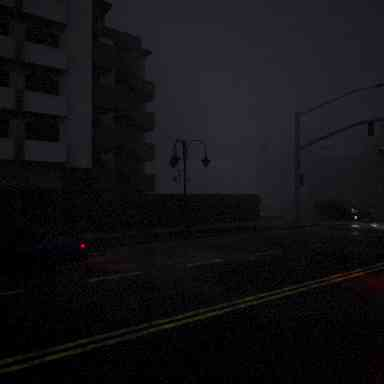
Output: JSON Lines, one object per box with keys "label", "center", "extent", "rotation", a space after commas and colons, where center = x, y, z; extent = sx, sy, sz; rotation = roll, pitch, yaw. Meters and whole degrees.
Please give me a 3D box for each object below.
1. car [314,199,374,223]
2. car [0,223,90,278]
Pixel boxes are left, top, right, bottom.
{"label": "car", "center": [11.570, 1.352, 25.578], "extent": [2.097, 1.767, 4.553], "rotation": [0, 0, -21]}
{"label": "car", "center": [-5.505, 1.547, 8.649], "extent": [5.357, 1.411, 2.033], "rotation": [0, 0, -35]}
